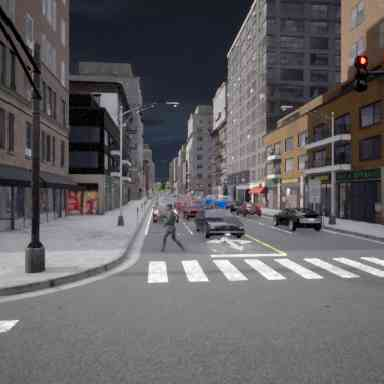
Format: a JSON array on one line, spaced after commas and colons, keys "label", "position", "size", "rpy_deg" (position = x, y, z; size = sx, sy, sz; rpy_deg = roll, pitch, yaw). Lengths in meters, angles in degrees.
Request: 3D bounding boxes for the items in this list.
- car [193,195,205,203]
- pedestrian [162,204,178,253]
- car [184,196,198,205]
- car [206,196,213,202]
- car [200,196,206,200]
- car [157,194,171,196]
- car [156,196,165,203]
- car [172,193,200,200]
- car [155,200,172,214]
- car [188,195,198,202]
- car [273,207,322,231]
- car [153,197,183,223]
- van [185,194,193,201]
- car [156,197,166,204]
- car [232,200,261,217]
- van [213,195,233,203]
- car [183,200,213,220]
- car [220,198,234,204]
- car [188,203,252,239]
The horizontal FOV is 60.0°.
[{"label": "car", "position": [1.441, 1.547, 70.157], "size": [1.967, 1.590, 4.097], "rpy_deg": [0, 0, -6]}, {"label": "pedestrian", "position": [-0.785, 1.292, 12.066], "size": [0.375, 1.860, 0.375], "rpy_deg": [0, 0, -6]}, {"label": "car", "position": [-0.235, 1.572, 61.678], "size": [2.128, 1.511, 4.902], "rpy_deg": [0, 0, -6]}, {"label": "car", "position": [3.701, 1.618, 48.230], "size": [2.008, 1.369, 4.403], "rpy_deg": [0, 0, -6]}, {"label": "car", "position": [0.803, 1.663, 51.630], "size": [1.895, 1.301, 4.718], "rpy_deg": [0, 0, -6]}, {"label": "car", "position": [-4.846, 1.481, 52.889], "size": [1.967, 1.590, 4.097], "rpy_deg": [0, 0, -6]}, {"label": "car", "position": [-7.107, 1.626, 74.816], "size": [1.887, 1.381, 4.507], "rpy_deg": [0, 0, -6]}, {"label": "car", "position": [-0.772, 1.252, 38.371], "size": [2.150, 2.045, 5.566], "rpy_deg": [0, 0, -5]}, {"label": "car", "position": [-3.152, 1.599, 36.444], "size": [1.802, 1.307, 4.206], "rpy_deg": [0, 0, -6]}, {"label": "car", "position": [0.311, 1.568, 81.122], "size": [1.967, 1.590, 4.097], "rpy_deg": [0, 0, -6]}, {"label": "car", "position": [6.526, 1.606, 20.821], "size": [1.947, 1.339, 4.313], "rpy_deg": [0, 0, -6]}, {"label": "car", "position": [-2.021, 1.447, 25.481], "size": [1.967, 1.590, 4.097], "rpy_deg": [0, 0, -6]}, {"label": "van", "position": [-0.818, 1.488, 92.085], "size": [1.690, 1.788, 3.998], "rpy_deg": [0, 0, -6]}, {"label": "car", "position": [-5.977, 1.612, 63.852], "size": [2.008, 1.369, 4.403], "rpy_deg": [0, 0, -6]}, {"label": "car", "position": [5.396, 1.629, 31.786], "size": [1.802, 1.307, 4.206], "rpy_deg": [0, 0, -6]}, {"label": "van", "position": [4.267, 1.401, 42.749], "size": [1.690, 1.788, 3.998], "rpy_deg": [0, 0, -6]}, {"label": "car", "position": [0.282, 1.621, 27.871], "size": [1.895, 1.301, 4.718], "rpy_deg": [0, 0, -6]}, {"label": "car", "position": [4.831, 1.619, 37.267], "size": [1.947, 1.339, 4.313], "rpy_deg": [0, 0, -6]}, {"label": "car", "position": [1.295, 1.561, 17.881], "size": [2.033, 1.411, 5.357], "rpy_deg": [0, 0, -8]}]
